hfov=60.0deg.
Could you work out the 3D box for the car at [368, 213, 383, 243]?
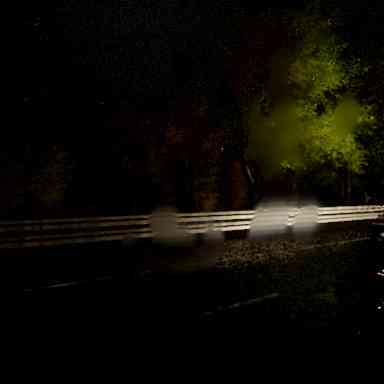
[{"bbox_3d":[10.022,1.583,15.345,4.902,1.511,2.128,0,0,-36],"label":"car"}]
